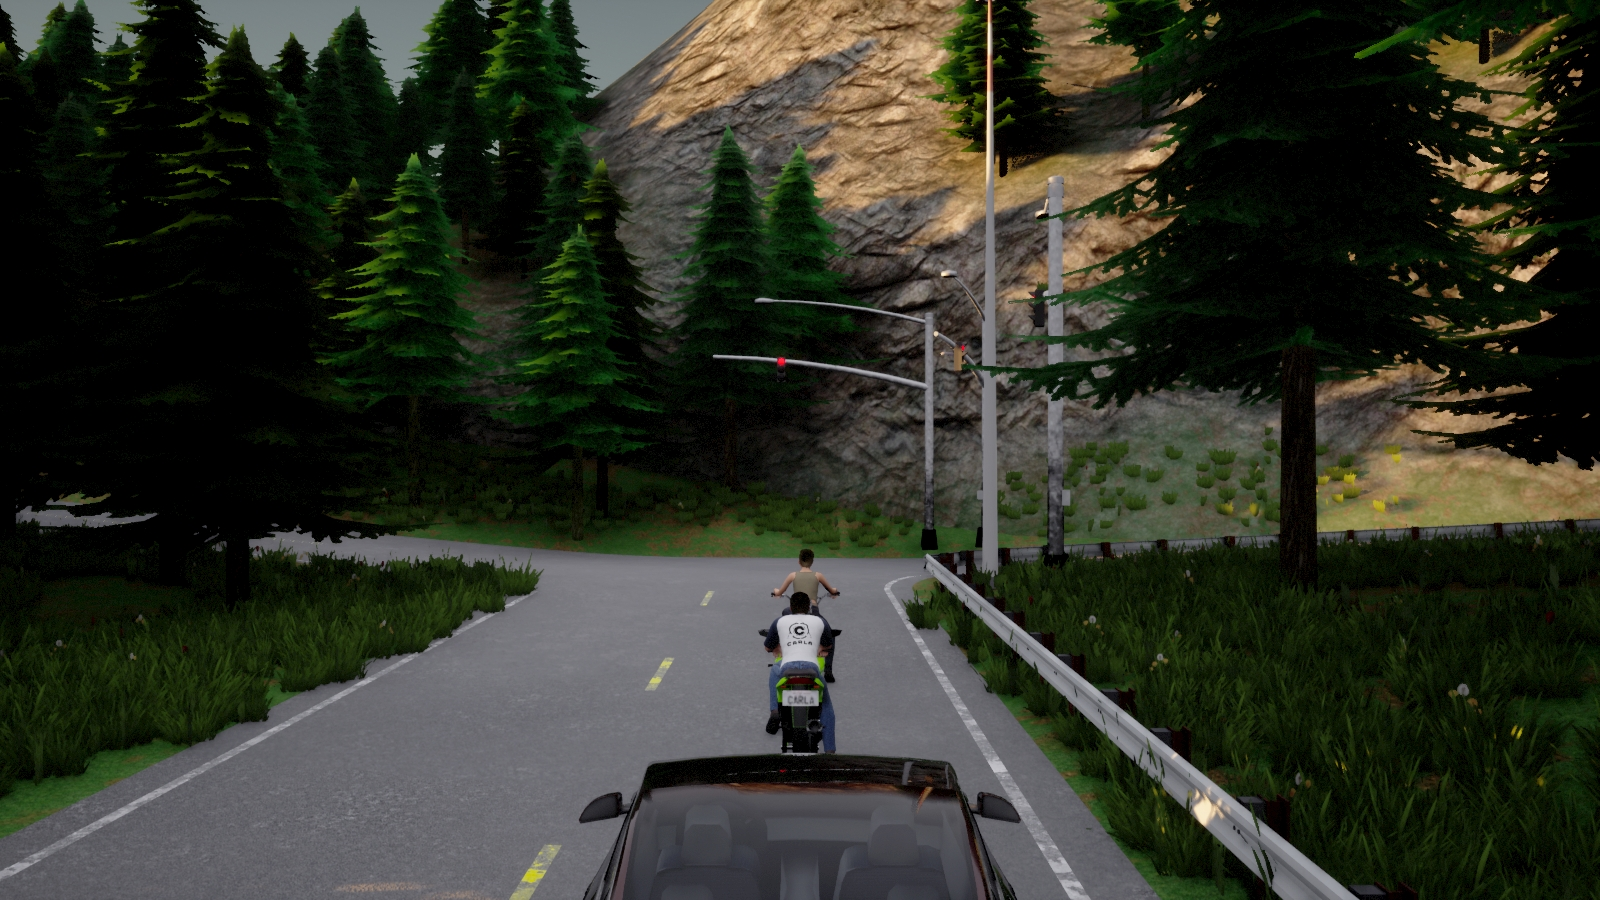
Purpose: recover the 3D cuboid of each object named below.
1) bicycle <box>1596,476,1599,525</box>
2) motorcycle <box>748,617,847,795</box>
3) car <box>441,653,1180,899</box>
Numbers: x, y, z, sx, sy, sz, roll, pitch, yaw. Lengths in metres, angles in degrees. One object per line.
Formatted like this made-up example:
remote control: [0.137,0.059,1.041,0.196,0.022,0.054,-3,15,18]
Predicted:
bicycle: [21.725,1.355,29.474,1.835,1.471,0.329,-5,-2,26]
motorcycle: [-0.020,2.213,10.238,0.803,1.145,2.033,0,0,0]
car: [0.029,2.063,5.012,2.163,1.488,4.792,0,0,0]
